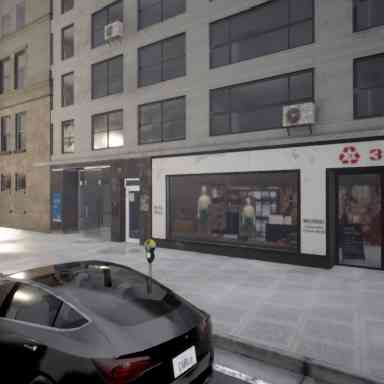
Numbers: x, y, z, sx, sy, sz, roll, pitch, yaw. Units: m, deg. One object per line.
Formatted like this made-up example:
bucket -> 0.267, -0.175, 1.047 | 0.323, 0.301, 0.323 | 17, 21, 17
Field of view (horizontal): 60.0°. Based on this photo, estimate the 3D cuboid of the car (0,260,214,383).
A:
car -> -1.755, 1.566, 4.218 | 4.313, 1.339, 1.947 | 0, 0, 36
